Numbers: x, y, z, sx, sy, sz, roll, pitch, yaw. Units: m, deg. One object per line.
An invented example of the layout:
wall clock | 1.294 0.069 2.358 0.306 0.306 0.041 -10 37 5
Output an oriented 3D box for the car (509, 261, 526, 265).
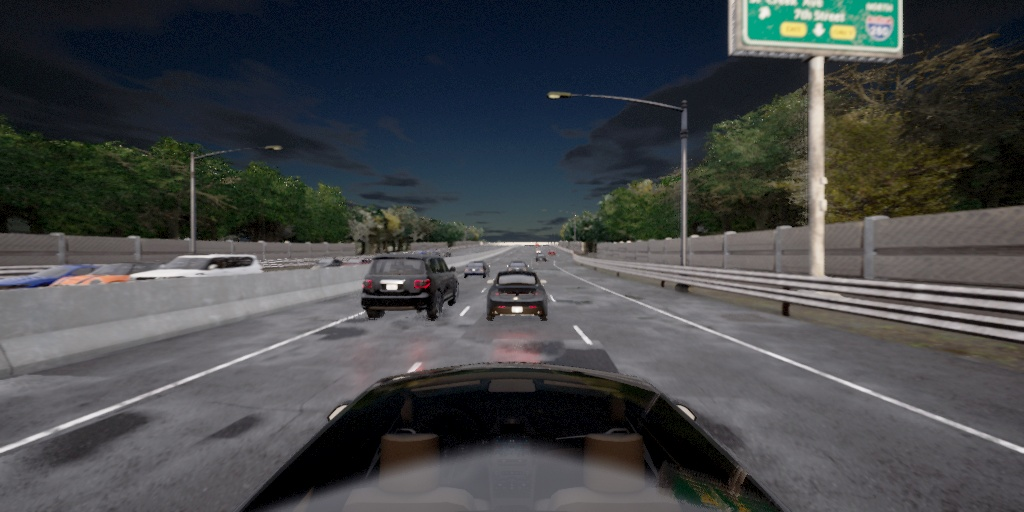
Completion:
car | 0.507 1.149 31.526 2.033 1.411 5.357 0 1 2

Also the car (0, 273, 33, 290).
car | -20.976 1.180 17.077 1.882 1.535 5.008 0 0 1

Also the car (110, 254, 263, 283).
car | -13.990 0.930 16.329 2.150 2.045 5.566 0 0 1

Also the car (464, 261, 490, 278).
car | -2.999 1.151 31.337 2.033 1.411 5.357 0 1 1

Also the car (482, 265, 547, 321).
car | 0.169 1.238 12.455 1.837 1.490 4.892 0 0 1

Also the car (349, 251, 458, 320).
car | -3.332 0.952 12.709 2.150 2.045 5.566 0 0 1

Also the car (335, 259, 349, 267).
car | -16.948 1.029 39.124 1.812 1.442 4.674 0 1 2

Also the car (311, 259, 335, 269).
car | -20.413 1.016 40.030 1.812 1.442 4.674 0 1 2

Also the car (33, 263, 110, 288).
car | -17.486 1.060 16.249 2.097 1.767 4.553 0 0 1

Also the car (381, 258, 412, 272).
car | -13.350 0.964 41.869 1.837 1.490 4.892 0 0 2
